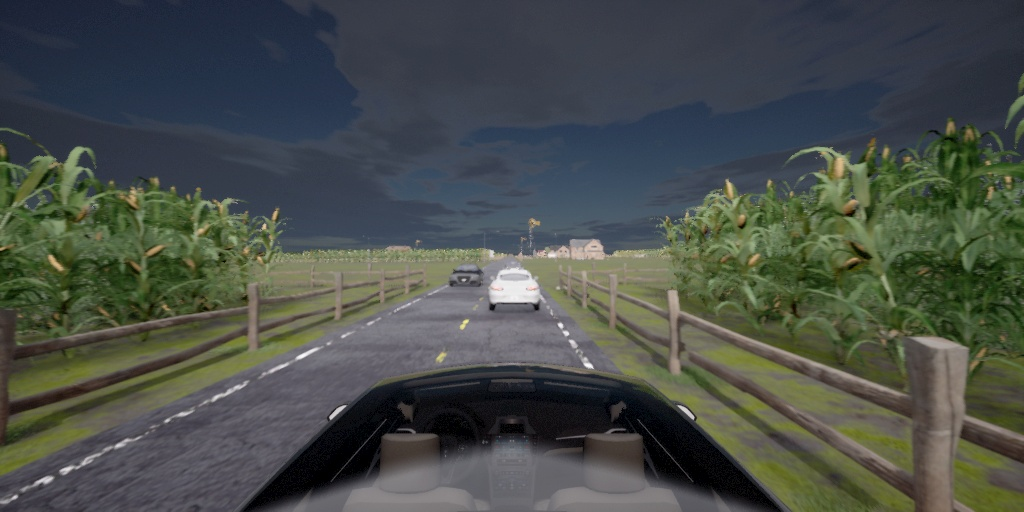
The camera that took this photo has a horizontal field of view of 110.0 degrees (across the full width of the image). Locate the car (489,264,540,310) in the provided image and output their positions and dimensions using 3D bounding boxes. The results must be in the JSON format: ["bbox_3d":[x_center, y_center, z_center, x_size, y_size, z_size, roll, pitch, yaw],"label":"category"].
[{"bbox_3d":[0.089,1.216,14.139,1.812,1.442,4.674,0,0,0],"label":"car"}]

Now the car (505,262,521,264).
[{"bbox_3d":[0.104,1.214,32.609,1.895,1.301,4.718,0,0,-1],"label":"car"}]

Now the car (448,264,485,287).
[{"bbox_3d":[-2.846,1.215,23.191,1.994,1.385,4.181,0,0,0],"label":"car"}]
